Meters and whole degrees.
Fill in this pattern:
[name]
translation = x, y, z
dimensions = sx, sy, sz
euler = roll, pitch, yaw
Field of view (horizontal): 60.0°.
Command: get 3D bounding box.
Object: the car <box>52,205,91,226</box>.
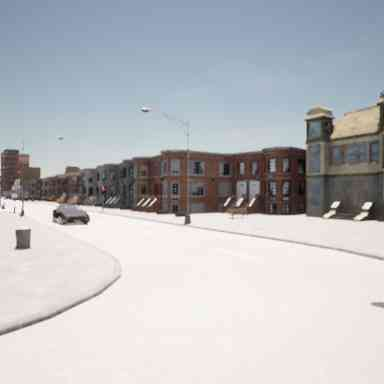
[car]
translation = -9.270, 1.675, 25.176
dimensions = 2.033, 1.411, 5.357
euler = 0, 0, -33
